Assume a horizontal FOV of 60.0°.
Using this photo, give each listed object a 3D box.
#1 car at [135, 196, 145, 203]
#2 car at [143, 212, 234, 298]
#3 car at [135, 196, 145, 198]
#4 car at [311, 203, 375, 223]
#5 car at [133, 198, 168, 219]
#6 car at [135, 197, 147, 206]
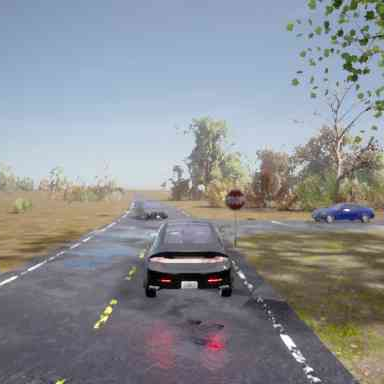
[{"bbox_3d":[-10.722,1.515,68.709,1.994,1.385,4.181,0,0,-10],"label":"car"},{"bbox_3d":[-0.106,1.491,8.525,2.128,1.511,4.902,0,0,-1],"label":"car"},{"bbox_3d":[-6.269,1.554,41.297,1.994,1.385,4.181,0,0,-8],"label":"car"},{"bbox_3d":[11.384,1.553,25.119,4.674,1.442,1.812,0,0,-9],"label":"car"},{"bbox_3d":[-3.564,1.542,28.060,2.033,1.411,5.357,0,0,-21],"label":"car"},{"bbox_3d":[-8.410,1.509,54.762,1.812,1.442,4.674,0,0,-9],"label":"car"}]
